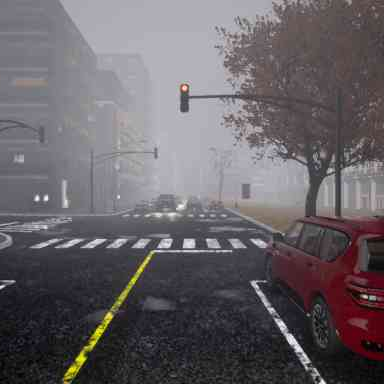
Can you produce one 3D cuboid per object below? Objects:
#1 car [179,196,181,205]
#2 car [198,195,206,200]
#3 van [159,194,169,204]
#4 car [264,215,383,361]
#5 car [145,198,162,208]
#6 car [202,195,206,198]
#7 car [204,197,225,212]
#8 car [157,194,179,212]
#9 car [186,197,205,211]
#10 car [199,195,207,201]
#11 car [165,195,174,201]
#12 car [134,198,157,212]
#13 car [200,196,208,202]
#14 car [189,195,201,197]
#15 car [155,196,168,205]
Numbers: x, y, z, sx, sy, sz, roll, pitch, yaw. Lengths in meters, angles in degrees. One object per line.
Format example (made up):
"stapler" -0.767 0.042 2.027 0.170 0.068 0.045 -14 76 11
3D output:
"car" -2.993 1.528 50.079 1.837 1.490 4.892 0 0 0
"car" 2.859 1.637 93.627 2.008 1.369 4.403 0 0 0
"van" -5.571 1.384 65.979 1.690 1.788 3.998 0 0 0
"car" 2.702 1.315 5.912 2.192 1.841 5.009 0 0 0
"car" -5.601 1.573 49.381 2.008 1.369 4.403 0 0 0
"car" 2.780 1.548 49.535 1.752 1.417 4.829 0 0 0
"car" 2.760 1.557 38.300 1.887 1.381 4.507 0 0 0
"car" -3.020 1.235 40.061 2.150 2.045 5.566 0 0 0
"car" 0.234 1.615 41.472 1.895 1.301 4.718 0 0 -1
"car" 2.849 1.620 88.094 1.887 1.381 4.507 0 0 0
"car" -5.541 1.506 82.577 1.967 1.590 4.097 0 0 0
"car" -5.620 1.563 38.315 2.008 1.369 4.403 0 0 0
"car" 2.830 1.583 77.199 1.752 1.417 4.829 0 0 0
"car" 0.222 1.394 65.924 2.097 1.767 4.553 0 0 1
"car" -5.581 1.476 60.446 1.967 1.590 4.097 0 0 0
